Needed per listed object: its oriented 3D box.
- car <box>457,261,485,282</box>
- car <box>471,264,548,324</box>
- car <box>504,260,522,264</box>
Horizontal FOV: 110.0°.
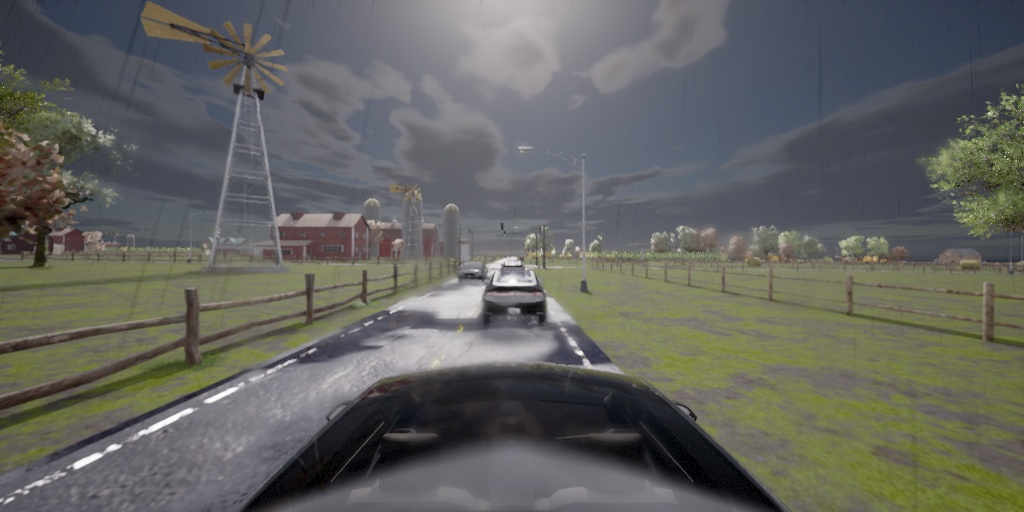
[{"bbox_3d":[-2.860,1.119,26.744,1.837,1.490,4.892,0,0,0],"label":"car"},{"bbox_3d":[0.076,1.188,11.666,2.128,1.511,4.902,0,0,0],"label":"car"},{"bbox_3d":[0.070,1.093,29.372,2.128,1.511,4.902,0,0,0],"label":"car"}]
